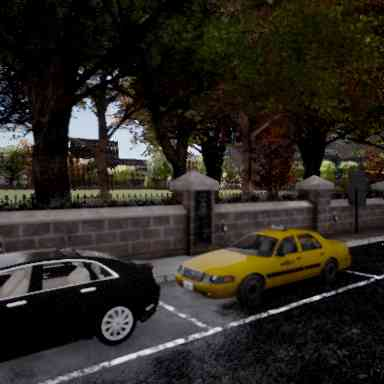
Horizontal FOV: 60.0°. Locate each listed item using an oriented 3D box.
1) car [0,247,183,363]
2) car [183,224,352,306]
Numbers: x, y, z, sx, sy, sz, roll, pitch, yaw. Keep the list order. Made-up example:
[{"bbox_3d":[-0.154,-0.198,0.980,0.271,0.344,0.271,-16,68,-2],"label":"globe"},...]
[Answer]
[{"bbox_3d":[-2.559,1.547,4.736,4.403,1.369,2.008,0,0,-35],"label":"car"},{"bbox_3d":[1.888,1.491,7.905,4.829,1.417,1.752,0,0,-35],"label":"car"}]
